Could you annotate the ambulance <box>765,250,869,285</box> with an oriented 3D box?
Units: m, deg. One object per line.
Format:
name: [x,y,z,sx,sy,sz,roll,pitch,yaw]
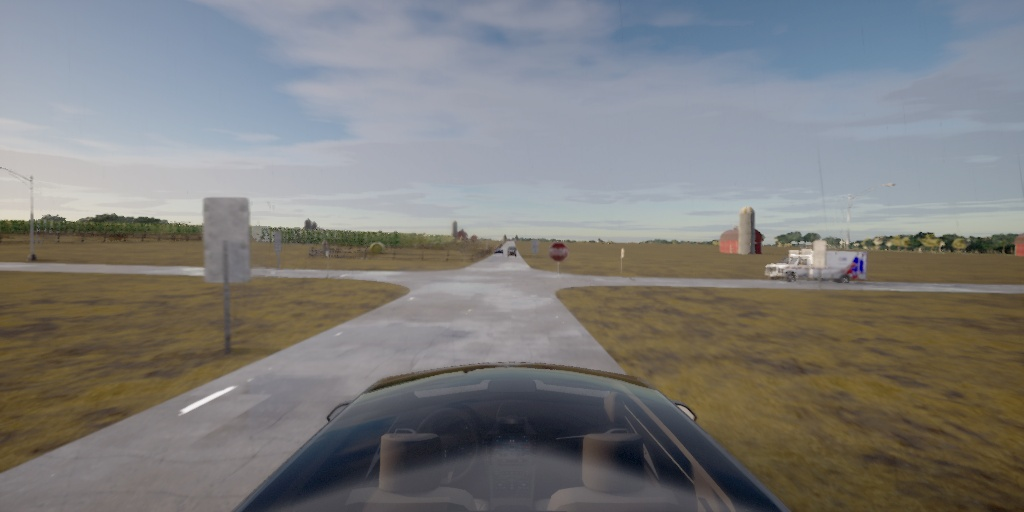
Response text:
ambulance: [22.762,0.817,27.039,6.366,2.431,2.351,1,1,0]
